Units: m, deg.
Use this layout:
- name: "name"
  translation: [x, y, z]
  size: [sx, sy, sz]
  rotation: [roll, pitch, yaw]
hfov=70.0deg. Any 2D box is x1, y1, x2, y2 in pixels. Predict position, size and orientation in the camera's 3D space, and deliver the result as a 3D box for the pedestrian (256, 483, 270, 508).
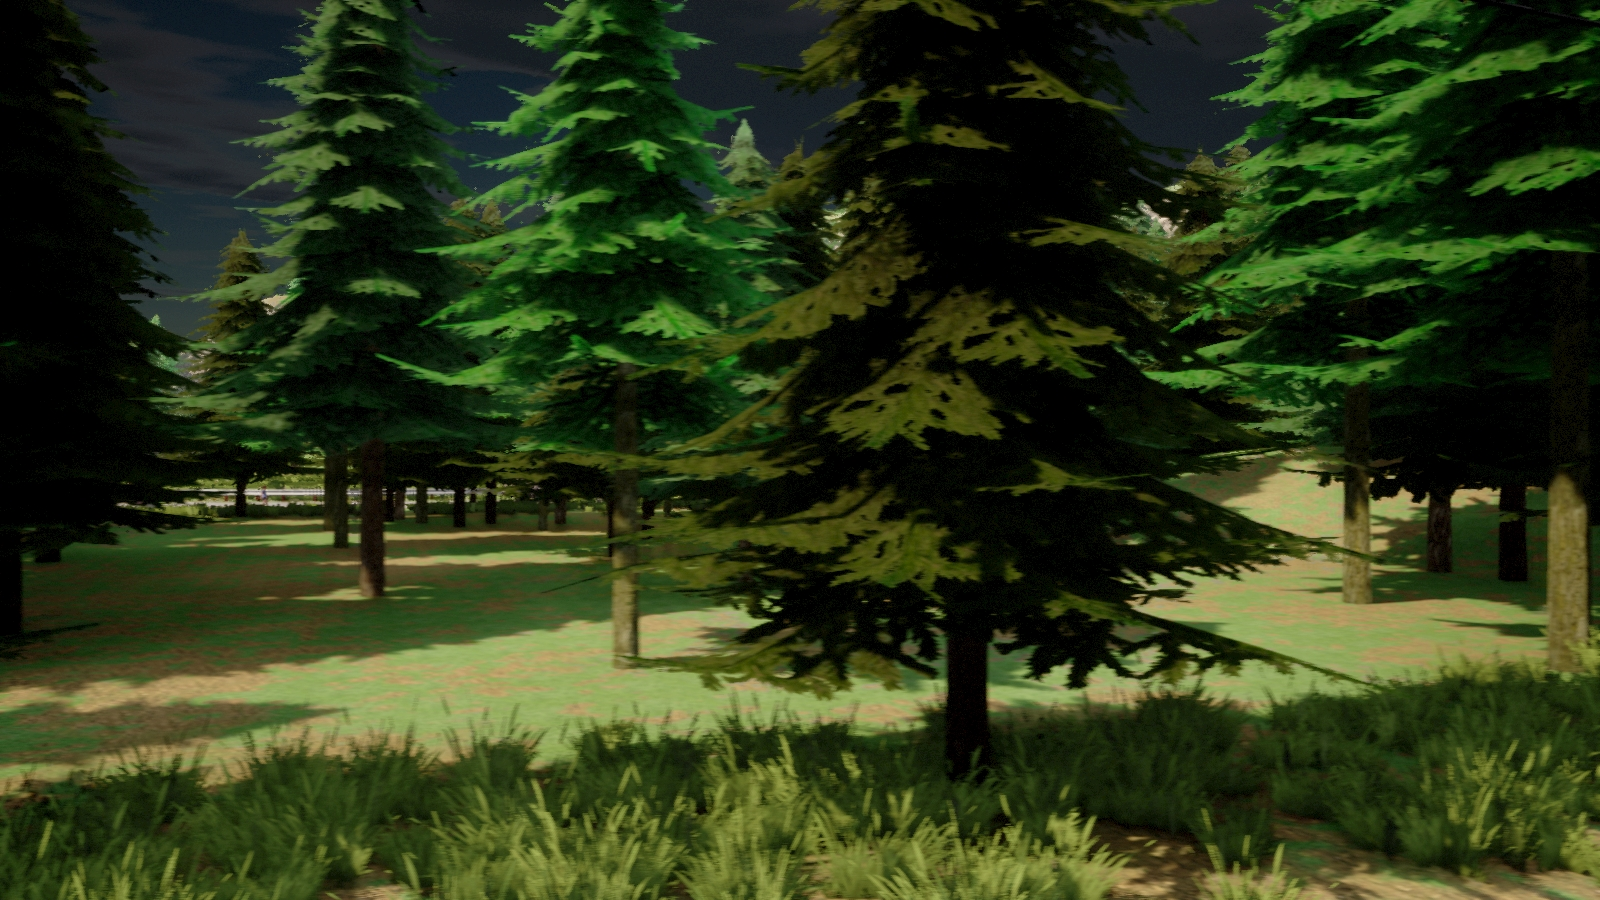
- name: "pedestrian"
  translation: [-24.011, 2.050, 51.124]
  size: [0.500, 1.100, 0.500]
  rotation: [0, 0, -15]
